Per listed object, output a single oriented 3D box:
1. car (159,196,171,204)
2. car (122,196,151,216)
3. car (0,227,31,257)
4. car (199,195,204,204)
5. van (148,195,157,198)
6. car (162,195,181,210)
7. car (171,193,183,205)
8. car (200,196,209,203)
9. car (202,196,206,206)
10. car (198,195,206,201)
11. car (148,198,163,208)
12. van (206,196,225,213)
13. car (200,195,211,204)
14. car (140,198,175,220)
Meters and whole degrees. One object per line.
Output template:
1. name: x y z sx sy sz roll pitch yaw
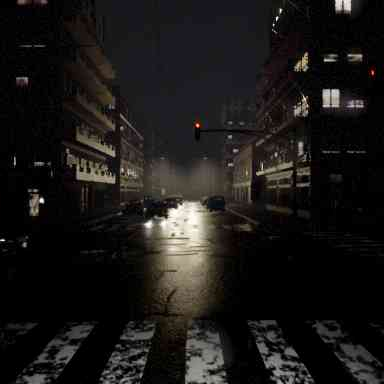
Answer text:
1. car: -5.253 1.524 65.383 1.887 1.381 4.507 0 0 0
2. car: -5.414 1.432 31.895 1.967 1.590 4.097 0 0 0
3. car: -8.216 1.588 11.451 4.902 1.511 2.128 -1 0 0
4. car: 2.619 1.550 54.213 1.947 1.339 4.313 0 0 0
5. van: -5.369 1.329 43.059 1.690 1.788 3.998 0 0 0
6. car: -2.805 1.514 42.812 1.812 1.442 4.674 0 0 0
7. car: -2.754 1.204 56.397 2.150 2.045 5.566 0 0 1
8. car: 2.632 1.520 70.957 1.887 1.381 4.507 0 0 0
9. car: 2.701 1.533 43.051 1.887 1.381 4.507 0 0 0
10. car: 2.648 1.527 87.702 1.947 1.339 4.313 0 0 0
11. car: -5.317 1.568 48.640 1.802 1.307 4.206 0 0 0
12. van: 2.730 1.331 36.847 1.690 1.788 3.998 0 0 0
13. car: 2.627 1.419 65.376 1.967 1.590 4.097 0 0 0
14. car: -2.826 1.540 28.629 2.033 1.411 5.357 0 0 0
